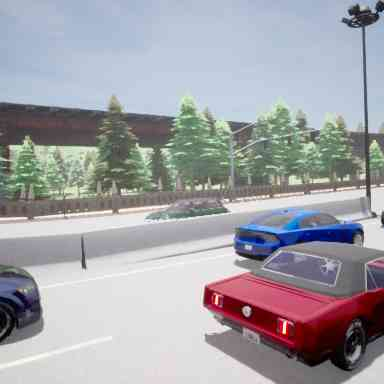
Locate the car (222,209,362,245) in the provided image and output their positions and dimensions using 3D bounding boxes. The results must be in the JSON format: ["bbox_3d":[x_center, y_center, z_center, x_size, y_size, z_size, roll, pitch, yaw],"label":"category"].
[{"bbox_3d":[3.561,1.283,10.630,5.008,1.535,1.882,-3,2,-36],"label":"car"}]

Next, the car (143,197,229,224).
[{"bbox_3d":[-0.207,1.144,16.790,4.553,1.767,2.097,-3,2,-36],"label":"car"}]

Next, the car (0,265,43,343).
[{"bbox_3d":[-4.489,1.563,4.847,4.181,1.385,1.994,0,0,-36],"label":"car"}]

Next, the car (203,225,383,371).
[{"bbox_3d":[2.573,1.528,5.607,4.718,1.301,1.895,-2,1,-36],"label":"car"}]

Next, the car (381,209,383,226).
[{"bbox_3d":[10.840,0.879,15.876,4.181,1.385,1.994,-4,2,-36],"label":"car"}]
